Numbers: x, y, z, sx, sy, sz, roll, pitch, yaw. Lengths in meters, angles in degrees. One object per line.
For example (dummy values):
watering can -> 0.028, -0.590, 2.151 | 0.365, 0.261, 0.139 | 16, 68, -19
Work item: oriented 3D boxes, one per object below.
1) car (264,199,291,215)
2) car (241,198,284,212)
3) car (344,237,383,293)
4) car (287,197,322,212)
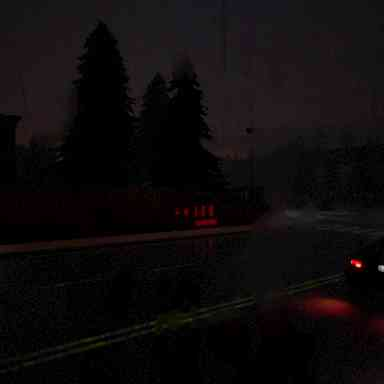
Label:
car -> 7.462, 1.600, 34.518 | 1.895, 1.301, 4.718 | 0, 0, -35
car -> 8.267, 1.477, 39.447 | 1.882, 1.535, 5.008 | 0, 0, -35
car -> 5.798, 1.547, 7.918 | 5.357, 1.411, 2.033 | 0, 0, -35
car -> 12.868, 1.354, 39.000 | 2.097, 1.767, 4.553 | 0, 0, -35
